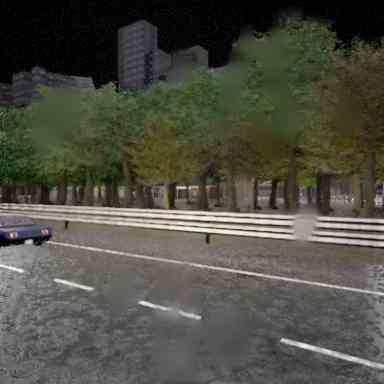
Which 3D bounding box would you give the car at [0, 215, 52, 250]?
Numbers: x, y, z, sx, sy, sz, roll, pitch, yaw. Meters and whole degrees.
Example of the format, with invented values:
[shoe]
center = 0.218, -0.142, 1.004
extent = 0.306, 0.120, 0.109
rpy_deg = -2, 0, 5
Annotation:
[car]
center = -7.961, 1.602, 13.856
extent = 4.718, 1.301, 1.895
rpy_deg = 0, 0, 36
